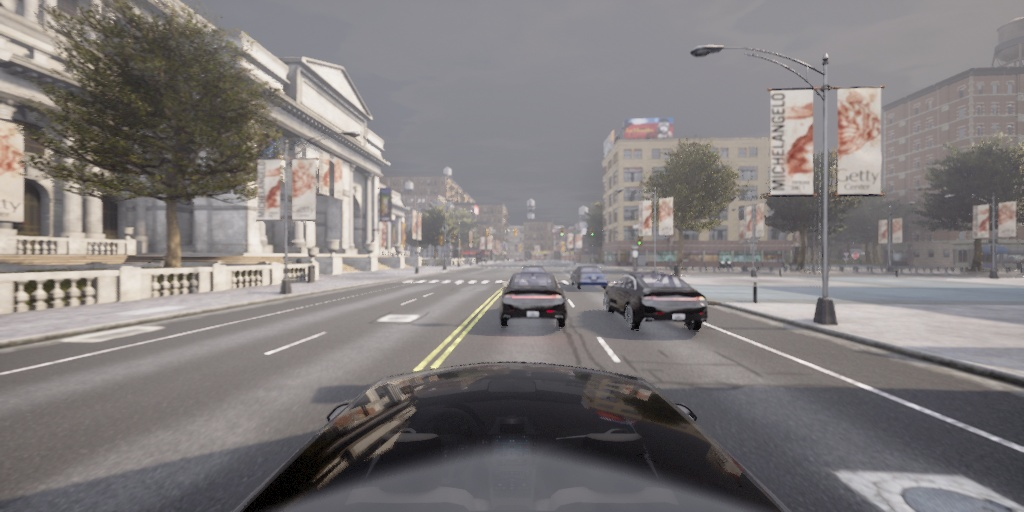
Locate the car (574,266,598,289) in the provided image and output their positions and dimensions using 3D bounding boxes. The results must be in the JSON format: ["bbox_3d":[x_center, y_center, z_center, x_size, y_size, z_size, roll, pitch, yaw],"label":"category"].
[{"bbox_3d":[4.886,1.321,23.181,2.033,1.411,5.357,0,0,4],"label":"car"}]

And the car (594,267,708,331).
[{"bbox_3d":[4.145,1.256,11.061,2.128,1.511,4.902,0,0,3],"label":"car"}]

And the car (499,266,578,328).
[{"bbox_3d":[0.658,1.249,11.462,2.128,1.511,4.902,0,0,3],"label":"car"}]
